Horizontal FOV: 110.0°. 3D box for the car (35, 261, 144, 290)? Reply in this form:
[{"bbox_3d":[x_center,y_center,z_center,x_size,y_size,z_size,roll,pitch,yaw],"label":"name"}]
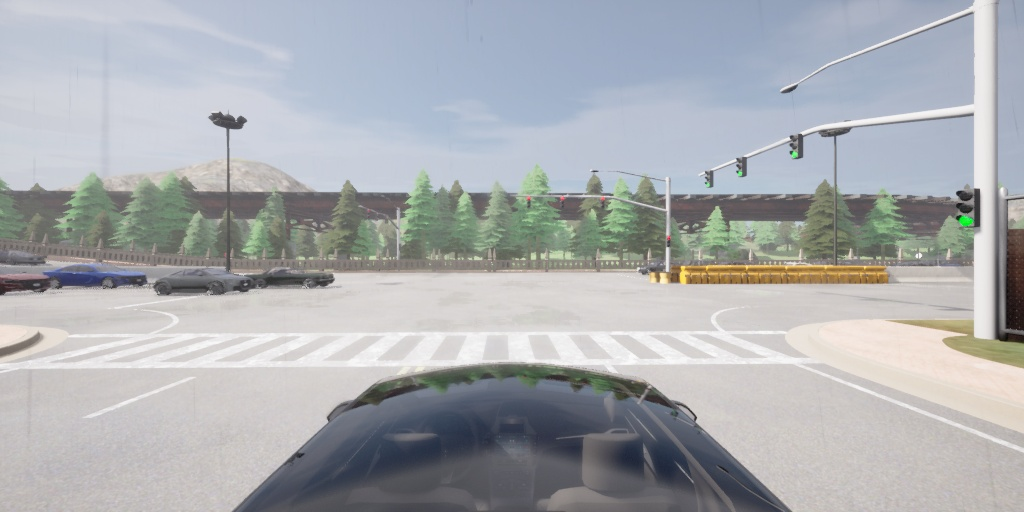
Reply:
[{"bbox_3d":[-25.465,1.218,21.994,5.008,1.535,1.882,0,0,-2],"label":"car"}]

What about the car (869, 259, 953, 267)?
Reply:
[{"bbox_3d":[34.421,1.255,31.041,4.892,1.490,1.837,0,0,-2],"label":"car"}]

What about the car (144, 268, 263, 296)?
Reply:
[{"bbox_3d":[-16.002,1.314,18.785,4.181,1.385,1.994,0,0,-2],"label":"car"}]

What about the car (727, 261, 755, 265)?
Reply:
[{"bbox_3d":[20.523,1.255,34.119,4.892,1.490,1.837,0,0,-2],"label":"car"}]

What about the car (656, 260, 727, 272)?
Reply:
[{"bbox_3d":[15.188,1.102,30.453,4.553,1.767,2.097,0,0,-2],"label":"car"}]

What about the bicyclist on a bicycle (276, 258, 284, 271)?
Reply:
[{"bbox_3d":[-28.446,1.041,43.896,0.582,1.620,1.656,0,0,-2],"label":"bicyclist on a bicycle"}]

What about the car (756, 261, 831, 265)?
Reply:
[{"bbox_3d":[24.017,1.276,30.708,4.674,1.442,1.812,0,0,-2],"label":"car"}]

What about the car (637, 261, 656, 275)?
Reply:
[{"bbox_3d":[15.582,1.241,37.468,4.902,1.511,2.128,0,0,-2],"label":"car"}]

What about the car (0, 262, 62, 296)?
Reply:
[{"bbox_3d":[-27.043,1.214,18.447,5.008,1.535,1.882,0,0,-2],"label":"car"}]

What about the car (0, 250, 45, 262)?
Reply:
[{"bbox_3d":[-49.858,0.106,35.513,5.357,1.411,2.033,6,0,-3],"label":"car"}]

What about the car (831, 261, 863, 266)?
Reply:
[{"bbox_3d":[30.020,1.241,34.410,4.902,1.511,2.128,0,0,-2],"label":"car"}]

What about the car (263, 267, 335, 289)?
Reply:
[{"bbox_3d":[-13.720,1.351,22.354,4.718,1.301,1.895,0,0,-2],"label":"car"}]

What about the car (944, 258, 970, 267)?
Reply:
[{"bbox_3d":[40.508,1.101,34.719,4.553,1.767,2.097,0,0,-2],"label":"car"}]

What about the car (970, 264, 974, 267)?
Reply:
[{"bbox_3d":[51.996,1.109,38.494,4.553,1.767,2.097,0,0,-2],"label":"car"}]

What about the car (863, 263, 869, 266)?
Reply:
[{"bbox_3d":[35.729,1.276,38.098,4.674,1.442,1.812,0,0,-2],"label":"car"}]
